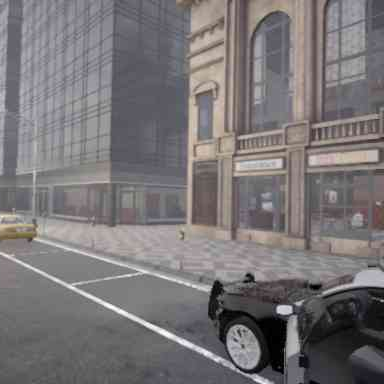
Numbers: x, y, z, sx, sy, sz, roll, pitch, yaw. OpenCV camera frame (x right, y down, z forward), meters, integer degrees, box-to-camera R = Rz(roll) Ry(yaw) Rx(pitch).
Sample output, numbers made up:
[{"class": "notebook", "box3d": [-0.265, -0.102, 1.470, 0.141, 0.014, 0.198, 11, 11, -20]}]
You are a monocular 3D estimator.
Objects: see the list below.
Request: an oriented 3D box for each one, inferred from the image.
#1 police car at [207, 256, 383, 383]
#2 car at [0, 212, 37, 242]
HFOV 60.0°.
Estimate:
[{"class": "police car", "box3d": [2.369, 1.583, 3.916, 1.930, 1.638, 5.238, 3, -2, -43]}, {"class": "car", "box3d": [-9.437, 1.721, 16.953, 1.752, 1.417, 4.829, 3, -2, -43]}]
